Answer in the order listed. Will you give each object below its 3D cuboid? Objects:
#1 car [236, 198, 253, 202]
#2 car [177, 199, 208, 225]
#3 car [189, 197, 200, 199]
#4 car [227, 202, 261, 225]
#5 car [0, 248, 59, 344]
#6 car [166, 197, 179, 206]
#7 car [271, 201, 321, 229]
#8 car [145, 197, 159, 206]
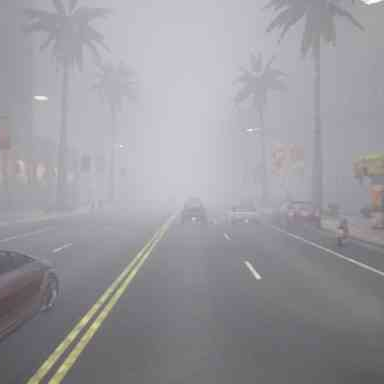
[{"bbox_3d":[6.907,1.536,43.531,2.161,1.482,4.786,0,0,0],"label":"car"},{"bbox_3d":[0.115,1.517,24.227,1.837,1.490,4.892,0,0,0],"label":"car"},{"bbox_3d":[0.292,1.374,41.360,2.097,1.767,4.553,0,0,1],"label":"car"},{"bbox_3d":[3.611,1.614,24.183,1.895,1.301,4.718,0,0,0],"label":"car"},{"bbox_3d":[-3.600,1.567,4.862,1.994,1.385,4.181,0,0,0],"label":"car"},{"bbox_3d":[-3.184,1.537,54.998,1.837,1.490,4.892,0,-1,1],"label":"car"},{"bbox_3d":[6.599,1.366,21.601,2.185,1.767,4.553,0,0,0],"label":"car"},{"bbox_3d":[-6.647,1.577,56.602,2.033,1.411,5.357,0,0,1],"label":"car"}]
